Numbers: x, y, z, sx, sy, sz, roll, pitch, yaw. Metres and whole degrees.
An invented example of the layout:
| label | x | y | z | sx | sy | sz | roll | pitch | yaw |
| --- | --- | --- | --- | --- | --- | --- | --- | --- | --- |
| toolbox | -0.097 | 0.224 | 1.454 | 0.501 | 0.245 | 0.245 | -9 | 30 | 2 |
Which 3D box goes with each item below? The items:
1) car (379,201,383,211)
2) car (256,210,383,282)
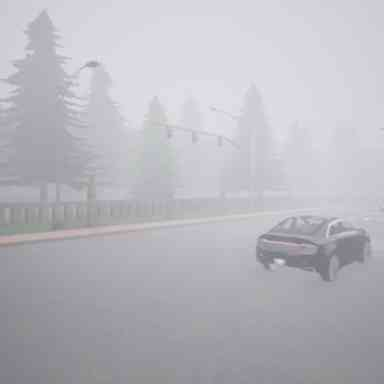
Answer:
| label | x | y | z | sx | sy | sz | roll | pitch | yaw |
| --- | --- | --- | --- | --- | --- | --- | --- | --- | --- |
| car | 20.514 | 1.296 | 33.727 | 1.837 | 1.490 | 4.892 | 1 | 1 | 43 |
| car | 3.733 | 1.442 | 9.751 | 2.128 | 1.511 | 4.902 | 1 | 1 | 42 |
